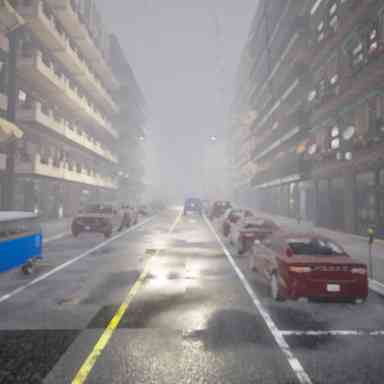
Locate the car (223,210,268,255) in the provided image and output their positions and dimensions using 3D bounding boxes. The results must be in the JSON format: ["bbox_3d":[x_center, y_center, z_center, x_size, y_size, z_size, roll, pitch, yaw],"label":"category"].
[{"bbox_3d":[2.580,1.696,13.824,1.887,1.381,4.507,1,-1,0],"label":"car"}]

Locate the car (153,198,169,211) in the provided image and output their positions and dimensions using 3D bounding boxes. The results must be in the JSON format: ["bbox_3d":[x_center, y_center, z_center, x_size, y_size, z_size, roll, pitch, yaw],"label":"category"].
[{"bbox_3d":[-5.311,1.940,52.595,2.192,1.841,5.009,1,-1,0],"label":"car"}]

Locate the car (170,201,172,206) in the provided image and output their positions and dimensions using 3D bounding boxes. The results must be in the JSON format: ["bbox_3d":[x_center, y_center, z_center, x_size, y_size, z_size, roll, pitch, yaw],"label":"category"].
[{"bbox_3d":[-5.326,2.518,74.715,1.802,1.307,4.206,1,-1,0],"label":"car"}]

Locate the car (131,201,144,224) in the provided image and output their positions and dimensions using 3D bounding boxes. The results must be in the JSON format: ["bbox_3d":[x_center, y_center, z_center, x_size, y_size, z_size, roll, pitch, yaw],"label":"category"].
[{"bbox_3d":[-5.299,1.596,24.945,2.192,1.841,5.009,1,-1,0],"label":"car"}]

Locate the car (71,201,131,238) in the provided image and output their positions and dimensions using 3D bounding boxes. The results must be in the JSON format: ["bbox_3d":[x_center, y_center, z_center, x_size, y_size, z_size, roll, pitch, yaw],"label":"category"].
[{"bbox_3d":[-5.297,1.532,19.415,2.192,1.841,5.009,1,-1,0],"label":"car"}]

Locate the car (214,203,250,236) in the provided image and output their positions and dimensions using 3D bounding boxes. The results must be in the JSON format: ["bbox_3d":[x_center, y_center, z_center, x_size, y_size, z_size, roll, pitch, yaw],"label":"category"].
[{"bbox_3d":[2.588,1.655,19.357,1.967,1.590,4.097,1,-1,0],"label":"car"}]

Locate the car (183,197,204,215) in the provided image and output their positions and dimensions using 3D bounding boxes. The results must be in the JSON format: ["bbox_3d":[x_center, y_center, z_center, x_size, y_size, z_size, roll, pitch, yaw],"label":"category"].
[{"bbox_3d":[0.085,1.695,41.030,2.150,2.045,5.566,0,-1,0],"label":"car"}]

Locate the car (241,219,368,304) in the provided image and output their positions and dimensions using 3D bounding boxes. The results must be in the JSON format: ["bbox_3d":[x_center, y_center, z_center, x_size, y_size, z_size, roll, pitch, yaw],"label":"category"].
[{"bbox_3d":[2.582,1.635,8.294,1.887,1.381,4.507,1,-1,0],"label":"car"}]

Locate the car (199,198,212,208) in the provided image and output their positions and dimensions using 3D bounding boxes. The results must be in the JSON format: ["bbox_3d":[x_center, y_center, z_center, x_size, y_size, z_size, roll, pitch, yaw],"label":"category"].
[{"bbox_3d":[2.531,2.090,63.605,2.192,1.841,5.009,1,-1,0],"label":"car"}]

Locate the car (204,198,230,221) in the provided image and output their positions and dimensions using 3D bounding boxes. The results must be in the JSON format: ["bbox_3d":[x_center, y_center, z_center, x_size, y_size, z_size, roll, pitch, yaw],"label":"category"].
[{"bbox_3d":[2.545,1.658,30.419,2.192,1.841,5.009,1,-1,0],"label":"car"}]

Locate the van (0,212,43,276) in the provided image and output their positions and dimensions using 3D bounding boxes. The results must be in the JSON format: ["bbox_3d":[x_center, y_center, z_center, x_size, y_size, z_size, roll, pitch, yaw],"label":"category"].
[{"bbox_3d":[-5.294,1.433,8.355,1.690,1.788,3.998,1,-1,0],"label":"van"}]

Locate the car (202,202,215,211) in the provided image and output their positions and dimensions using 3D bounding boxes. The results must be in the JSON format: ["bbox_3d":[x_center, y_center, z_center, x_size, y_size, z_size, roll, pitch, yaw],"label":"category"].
[{"bbox_3d":[2.530,2.205,52.540,1.802,1.307,4.206,1,-1,0],"label":"car"}]

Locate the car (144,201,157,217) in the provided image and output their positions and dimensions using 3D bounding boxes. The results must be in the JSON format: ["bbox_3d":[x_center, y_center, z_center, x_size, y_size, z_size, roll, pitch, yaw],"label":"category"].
[{"bbox_3d":[-5.310,1.978,36.004,1.947,1.339,4.313,1,-1,0],"label":"car"}]

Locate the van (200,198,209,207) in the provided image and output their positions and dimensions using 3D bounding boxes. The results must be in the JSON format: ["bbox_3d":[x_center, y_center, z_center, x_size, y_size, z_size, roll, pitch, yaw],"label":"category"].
[{"bbox_3d":[2.528,2.195,69.136,1.690,1.788,3.998,1,-1,0],"label":"van"}]
